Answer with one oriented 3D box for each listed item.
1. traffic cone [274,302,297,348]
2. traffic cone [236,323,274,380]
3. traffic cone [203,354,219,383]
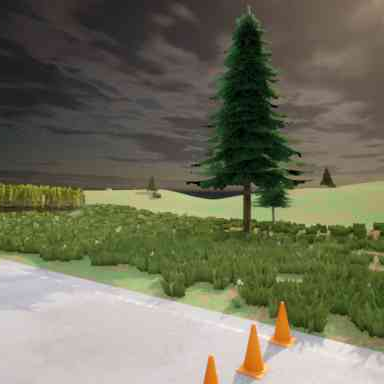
[{"bbox_3d":[1.364,1.955,5.017,0.340,0.580,0.340,0,0,36],"label":"traffic cone"},{"bbox_3d":[0.780,1.955,4.205,0.340,0.580,0.340,0,0,36],"label":"traffic cone"},{"bbox_3d":[0.195,1.955,3.394,0.340,0.580,0.340,0,0,36],"label":"traffic cone"}]
